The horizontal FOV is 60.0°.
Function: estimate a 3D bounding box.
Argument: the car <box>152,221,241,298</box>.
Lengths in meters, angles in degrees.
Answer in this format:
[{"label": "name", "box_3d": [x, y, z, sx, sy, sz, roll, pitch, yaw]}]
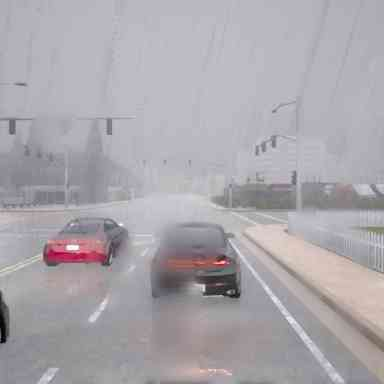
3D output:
[{"label": "car", "box_3d": [0.088, 1.505, 8.478, 1.837, 1.490, 4.892, 0, 0, 0]}]

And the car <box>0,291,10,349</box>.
[{"label": "car", "box_3d": [-3.408, 1.492, 2.609, 2.128, 1.511, 4.902, 0, 0, 0]}]

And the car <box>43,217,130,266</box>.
[{"label": "car", "box_3d": [-3.416, 1.564, 11.517, 1.994, 1.385, 4.181, 0, 0, 0]}]
